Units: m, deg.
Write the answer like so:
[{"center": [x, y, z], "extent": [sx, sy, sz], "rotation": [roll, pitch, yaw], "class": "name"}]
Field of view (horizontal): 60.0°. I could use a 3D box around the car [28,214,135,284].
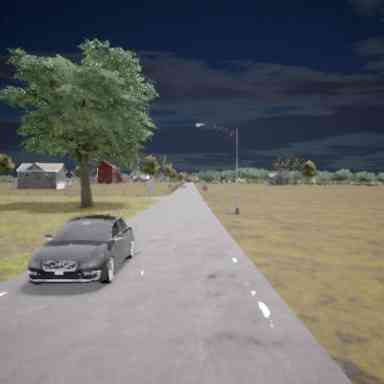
[{"center": [-2.848, 1.463, 9.546], "extent": [1.837, 1.490, 4.892], "rotation": [0, 0, 0], "class": "car"}]
